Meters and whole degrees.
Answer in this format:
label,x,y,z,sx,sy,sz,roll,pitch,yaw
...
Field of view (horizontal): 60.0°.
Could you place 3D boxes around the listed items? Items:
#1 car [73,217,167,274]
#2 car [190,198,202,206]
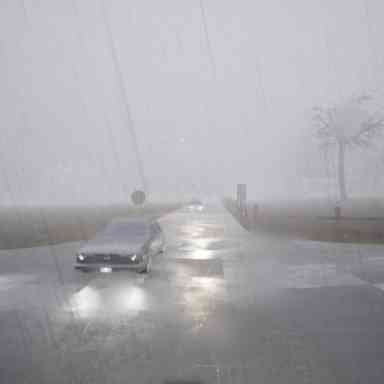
label,x,y,z,sx,sy,sz,roll,pitch,yaw
car,-1.986,1.557,10.914,2.033,1.411,5.357,0,0,3
car,0.728,1.663,56.666,1.895,1.301,4.718,0,0,3
